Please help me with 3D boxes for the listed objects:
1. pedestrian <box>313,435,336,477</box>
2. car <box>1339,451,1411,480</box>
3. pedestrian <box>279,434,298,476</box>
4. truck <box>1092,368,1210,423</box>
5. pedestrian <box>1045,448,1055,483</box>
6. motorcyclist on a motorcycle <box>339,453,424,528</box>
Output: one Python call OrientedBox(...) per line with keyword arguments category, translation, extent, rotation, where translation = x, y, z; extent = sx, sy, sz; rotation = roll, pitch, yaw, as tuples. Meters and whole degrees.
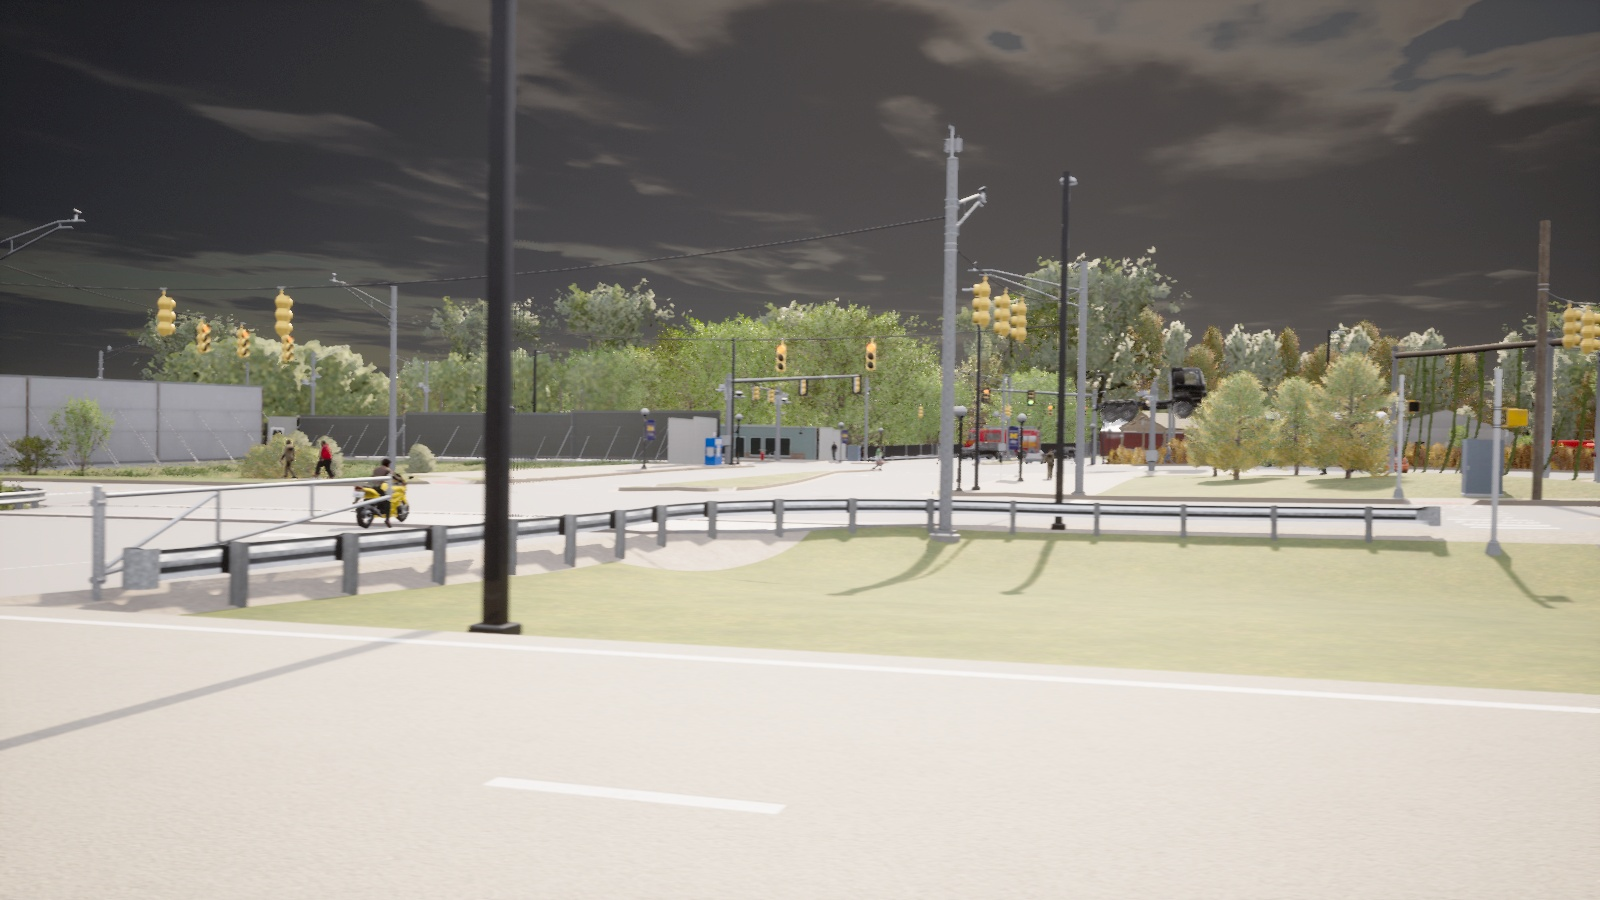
OrientedBox(category="pedestrian", translation=(-21.377, 0.252, 56.419), extent=(0.899, 1.844, 0.634), rotation=(1, 1, -25))
OrientedBox(category="car", translation=(39.128, 1.021, 85.612), extent=(2.097, 1.767, 4.553), rotation=(0, 2, -13))
OrientedBox(category="pedestrian", translation=(-23.504, 0.219, 57.737), extent=(0.692, 1.930, 0.396), rotation=(2, 1, 20))
OrientedBox(category="truck", translation=(25.172, -3.918, 90.166), extent=(7.936, 3.462, 2.891), rotation=(-2, 2, 16))
OrientedBox(category="pedestrian", translation=(14.206, 0.868, 71.411), extent=(0.396, 1.930, 0.692), rotation=(2, 1, 19))
OrientedBox(category="motorcyclist on a motorcycle", translation=(-9.442, 0.883, 28.414), extent=(0.797, 1.523, 2.044), rotation=(1, 3, 16))
